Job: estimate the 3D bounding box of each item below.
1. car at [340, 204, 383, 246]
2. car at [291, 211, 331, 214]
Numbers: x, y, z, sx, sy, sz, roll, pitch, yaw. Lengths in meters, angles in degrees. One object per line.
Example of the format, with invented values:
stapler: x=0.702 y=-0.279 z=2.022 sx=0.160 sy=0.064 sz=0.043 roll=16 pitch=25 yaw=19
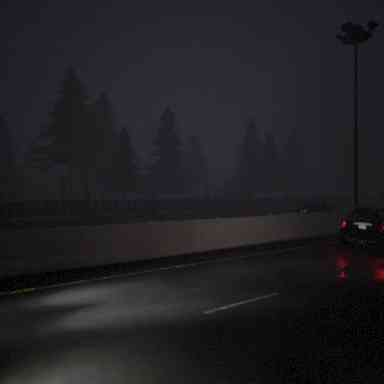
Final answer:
car: x=8.228 y=1.350 z=13.912 sx=4.553 sy=1.767 sz=2.097 roll=0 pitch=0 yaw=-36
car: x=10.343 y=1.502 z=28.542 sx=4.892 sy=1.490 sz=1.837 roll=0 pitch=0 yaw=-35
